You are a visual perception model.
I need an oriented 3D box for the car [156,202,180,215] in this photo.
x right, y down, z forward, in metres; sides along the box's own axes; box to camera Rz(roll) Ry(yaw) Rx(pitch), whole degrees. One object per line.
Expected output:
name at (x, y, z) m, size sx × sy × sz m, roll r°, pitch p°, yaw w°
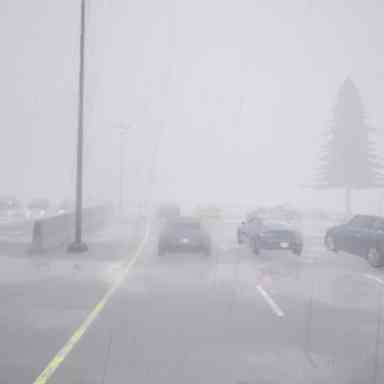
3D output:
car at (-2.179, 1.662, 30.159) m, size 1.882 × 1.535 × 5.008 m, roll 1°, pitch 0°, yaw -9°

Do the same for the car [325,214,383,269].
car at (6.734, 1.575, 12.214) m, size 2.097 × 1.767 × 4.553 m, roll 1°, pitch 0°, yaw -2°

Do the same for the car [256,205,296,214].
car at (5.599, 1.845, 25.214) m, size 2.033 × 1.411 × 5.357 m, roll 1°, pitch 0°, yaw -7°

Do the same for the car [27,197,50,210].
car at (-18.970, 1.420, 41.312) m, size 1.882 × 1.535 × 5.008 m, roll 1°, pitch 0°, yaw -14°

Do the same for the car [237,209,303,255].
car at (3.143, 1.692, 14.020) m, size 1.812 × 1.442 × 4.674 m, roll 1°, pitch 0°, yaw -3°

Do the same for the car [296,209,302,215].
car at (8.392, 1.916, 30.457) m, size 1.812 × 1.442 × 4.674 m, roll 1°, pitch 0°, yaw -9°

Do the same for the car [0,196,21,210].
car at (-22.317, 1.221, 40.251) m, size 2.097 × 1.767 × 4.553 m, roll 1°, pitch 0°, yaw -14°

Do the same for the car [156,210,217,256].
car at (-0.345, 1.660, 13.530) m, size 1.994 × 1.385 × 4.181 m, roll 1°, pitch 0°, yaw -3°

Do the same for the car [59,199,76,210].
car at (-15.641, 1.564, 42.499) m, size 2.033 × 1.411 × 5.357 m, roll 1°, pitch 0°, yaw -14°

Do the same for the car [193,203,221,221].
car at (1.301, 1.732, 30.541) m, size 1.882 × 1.535 × 5.008 m, roll 1°, pitch 0°, yaw -9°
